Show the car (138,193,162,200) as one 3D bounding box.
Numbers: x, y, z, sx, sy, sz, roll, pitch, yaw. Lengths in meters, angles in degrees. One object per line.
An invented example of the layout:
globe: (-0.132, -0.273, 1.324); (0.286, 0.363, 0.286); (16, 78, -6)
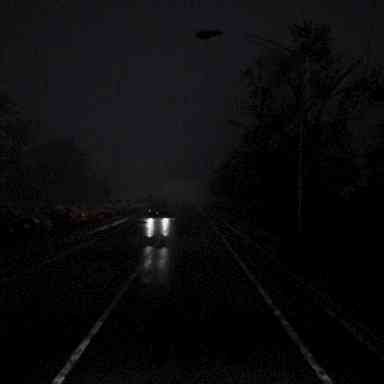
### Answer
car: (-10.354, 1.705, 81.810); (4.553, 1.767, 2.185); (0, 0, 0)

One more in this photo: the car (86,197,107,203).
car: (-23.406, 1.867, 81.658); (4.674, 1.452, 2.002); (0, -1, 0)

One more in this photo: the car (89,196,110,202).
car: (-23.422, 1.875, 84.570); (4.792, 1.488, 2.163); (0, 0, 0)

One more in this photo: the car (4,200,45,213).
car: (-23.266, 1.943, 46.332); (4.553, 1.767, 2.185); (0, -1, 0)

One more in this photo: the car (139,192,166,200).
car: (-10.332, 1.605, 87.382); (5.566, 2.045, 2.435); (0, 0, 0)

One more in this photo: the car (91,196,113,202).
car: (-23.569, 1.851, 87.363); (5.366, 1.575, 1.946); (0, 0, 0)

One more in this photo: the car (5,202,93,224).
car: (-10.397, 1.711, 24.217); (5.366, 1.575, 1.946); (0, -1, 0)

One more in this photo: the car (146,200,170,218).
car: (-3.378, 1.848, 34.644); (1.837, 1.490, 4.892); (0, -1, 0)

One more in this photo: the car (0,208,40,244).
car: (-10.262, 1.658, 15.897); (4.792, 1.488, 2.163); (0, 0, 0)

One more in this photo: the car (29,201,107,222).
car: (-10.019, 1.749, 26.868); (5.366, 1.575, 1.946); (0, -1, 0)

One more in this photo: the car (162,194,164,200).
car: (-10.308, 1.848, 84.588); (5.008, 1.535, 2.097); (0, 0, 0)

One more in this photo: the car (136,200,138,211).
car: (-10.167, 2.027, 43.644); (5.008, 1.535, 2.097); (0, -1, 0)

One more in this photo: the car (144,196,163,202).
car: (-10.288, 1.856, 90.171); (4.892, 1.521, 2.231); (0, 0, 0)

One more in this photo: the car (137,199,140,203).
car: (-10.125, 2.103, 46.420); (4.792, 1.488, 2.163); (0, -1, 0)

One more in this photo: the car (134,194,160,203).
car: (-10.312, 1.810, 76.238); (4.792, 1.488, 2.163); (0, -1, 0)

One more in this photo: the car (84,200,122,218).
car: (-10.005, 1.841, 32.541); (5.366, 1.575, 1.946); (0, -1, 0)

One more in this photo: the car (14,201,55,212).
car: (-23.222, 2.115, 49.101); (5.008, 1.535, 2.097); (0, -1, 0)

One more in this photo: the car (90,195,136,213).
car: (-10.197, 1.730, 40.873); (5.566, 2.045, 2.435); (0, -1, 0)

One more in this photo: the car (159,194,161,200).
car: (-10.362, 1.835, 79.022); (4.792, 1.488, 2.163); (0, -1, 0)

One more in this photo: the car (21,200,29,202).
car: (-23.246, 2.020, 40.914); (4.674, 1.452, 2.002); (0, -1, 0)

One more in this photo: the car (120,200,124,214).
car: (-10.189, 1.891, 35.317); (4.892, 1.521, 2.231); (0, -1, 0)

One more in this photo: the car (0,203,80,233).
car: (-10.212, 1.681, 21.449); (4.892, 1.521, 2.231); (0, -1, 0)

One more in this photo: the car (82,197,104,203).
car: (-23.415, 1.841, 78.873); (4.674, 1.452, 2.002); (0, -1, 0)

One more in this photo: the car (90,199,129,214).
car: (-10.361, 1.932, 38.093); (5.366, 1.575, 1.946); (0, -1, 0)

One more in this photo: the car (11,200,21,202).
car: (-23.070, 1.931, 38.145); (5.366, 1.575, 1.946); (0, -1, 0)
